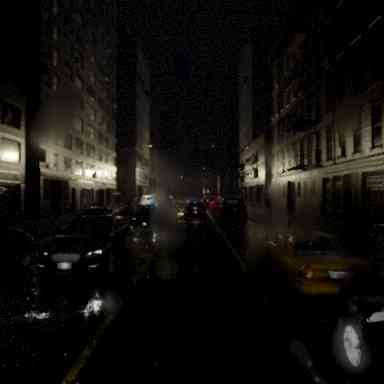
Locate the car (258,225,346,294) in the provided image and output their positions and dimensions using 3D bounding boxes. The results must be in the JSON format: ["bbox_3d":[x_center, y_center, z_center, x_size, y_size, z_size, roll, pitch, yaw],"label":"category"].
[{"bbox_3d":[2.828,1.528,8.588,1.752,1.417,4.829,1,0,0],"label":"car"}]

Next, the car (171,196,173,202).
[{"bbox_3d":[-5.272,1.540,70.179,2.008,1.369,4.403,1,0,0],"label":"car"}]

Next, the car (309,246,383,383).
[{"bbox_3d":[2.788,1.552,2.808,2.008,1.369,4.403,1,0,0],"label":"car"}]

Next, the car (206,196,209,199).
[{"bbox_3d":[3.059,1.586,42.073,1.802,1.307,4.206,1,0,0],"label":"car"}]

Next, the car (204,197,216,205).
[{"bbox_3d":[3.175,1.543,58.901,1.887,1.381,4.507,1,0,0],"label":"car"}]

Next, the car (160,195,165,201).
[{"bbox_3d":[-5.426,1.441,47.743,1.967,1.590,4.097,1,0,0],"label":"car"}]

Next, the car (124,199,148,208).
[{"bbox_3d":[-5.544,1.585,30.914,1.802,1.307,4.206,1,0,0],"label":"car"}]

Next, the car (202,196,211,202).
[{"bbox_3d":[3.292,1.532,75.728,1.887,1.381,4.507,1,0,0],"label":"car"}]

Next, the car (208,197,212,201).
[{"bbox_3d":[3.020,1.549,36.464,1.887,1.381,4.507,1,0,0],"label":"car"}]

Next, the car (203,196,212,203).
[{"bbox_3d":[3.252,1.573,70.119,1.802,1.307,4.206,1,0,0],"label":"car"}]

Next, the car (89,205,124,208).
[{"bbox_3d":[-5.622,1.568,19.696,1.947,1.339,4.313,1,0,0],"label":"car"}]

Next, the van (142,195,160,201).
[{"bbox_3d":[-5.463,1.343,42.133,1.690,1.788,3.998,1,0,0],"label":"van"}]

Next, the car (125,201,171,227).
[{"bbox_3d":[-2.866,1.551,22.881,2.033,1.411,5.357,0,0,1],"label":"car"}]

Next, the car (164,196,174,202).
[{"bbox_3d":[-5.233,1.530,75.788,1.887,1.381,4.507,1,0,0],"label":"car"}]

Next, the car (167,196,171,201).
[{"bbox_3d":[-5.350,1.547,58.961,2.008,1.369,4.403,1,0,0],"label":"car"}]

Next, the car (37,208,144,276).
[{"bbox_3d":[-3.023,1.492,10.400,2.128,1.511,4.902,0,0,1],"label":"car"}]

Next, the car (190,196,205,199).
[{"bbox_3d":[0.417,1.480,46.466,1.882,1.535,5.008,0,0,0],"label":"car"}]

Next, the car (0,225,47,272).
[{"bbox_3d":[-5.699,1.567,8.478,1.947,1.339,4.313,1,0,0],"label":"car"}]

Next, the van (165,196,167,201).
[{"bbox_3d":[-5.386,1.340,53.351,1.690,1.788,3.998,1,0,0],"label":"van"}]

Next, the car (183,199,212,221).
[{"bbox_3d":[0.276,1.552,27.265,2.033,1.411,5.357,0,0,1],"label":"car"}]

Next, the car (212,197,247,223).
[{"bbox_3d":[2.946,1.320,25.245,2.192,1.841,5.009,1,0,0],"label":"car"}]

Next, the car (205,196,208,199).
[{"bbox_3d":[3.137,1.566,53.291,1.947,1.339,4.313,1,0,0],"label":"car"}]
